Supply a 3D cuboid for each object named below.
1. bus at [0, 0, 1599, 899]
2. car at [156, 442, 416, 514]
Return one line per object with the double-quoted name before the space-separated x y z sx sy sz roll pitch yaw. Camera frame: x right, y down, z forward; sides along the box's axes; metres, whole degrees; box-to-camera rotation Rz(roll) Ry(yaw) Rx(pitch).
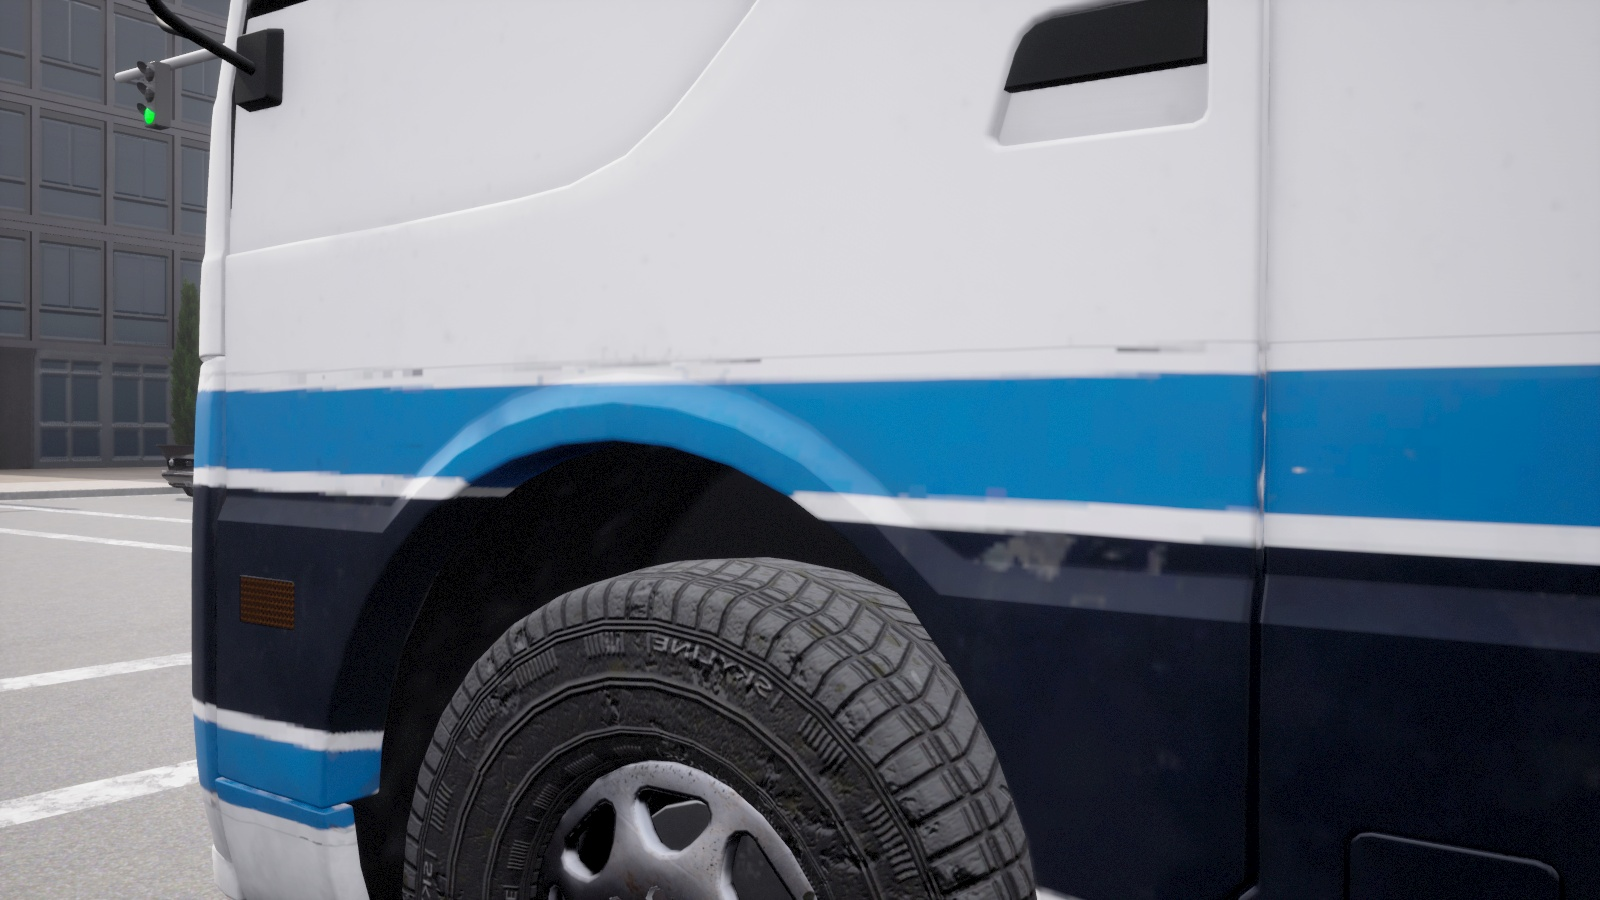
"bus" 3.120 -0.694 1.523 10.273 4.253 3.944 0 1 34
"car" -10.509 0.516 26.022 1.895 1.301 4.718 0 1 34
